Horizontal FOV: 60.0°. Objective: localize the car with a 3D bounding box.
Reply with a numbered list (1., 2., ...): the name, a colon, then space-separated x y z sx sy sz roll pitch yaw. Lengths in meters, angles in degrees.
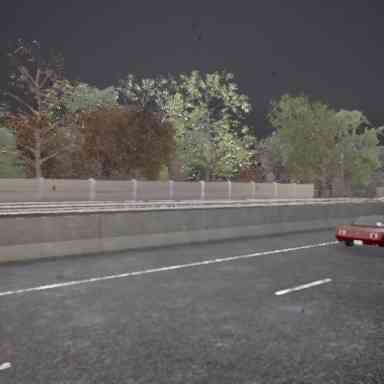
1. car: 8.062 1.614 13.791 4.718 1.301 1.895 0 0 -36
